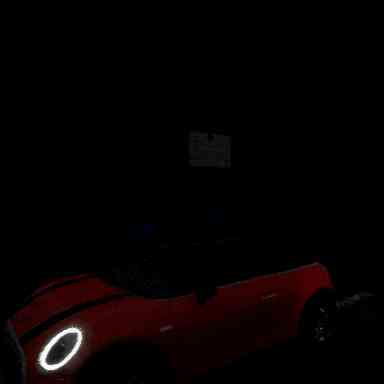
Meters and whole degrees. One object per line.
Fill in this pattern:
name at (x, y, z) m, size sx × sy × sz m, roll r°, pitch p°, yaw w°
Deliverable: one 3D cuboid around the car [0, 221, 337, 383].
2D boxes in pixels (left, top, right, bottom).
car at (-0.059, 1.352, 4.604) m, size 4.553 × 1.767 × 2.097 m, roll 0°, pitch 0°, yaw -35°
